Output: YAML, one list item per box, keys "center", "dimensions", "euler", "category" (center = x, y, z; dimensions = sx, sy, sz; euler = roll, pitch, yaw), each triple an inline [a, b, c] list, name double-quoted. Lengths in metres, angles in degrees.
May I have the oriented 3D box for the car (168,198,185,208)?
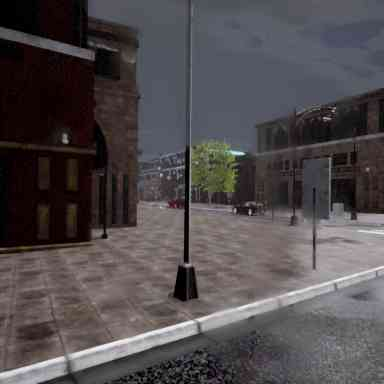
- center: [-2.165, 1.628, 49.311]
  dimensions: [1.887, 1.381, 4.507]
  euler: [1, -1, -27]
  category: "car"

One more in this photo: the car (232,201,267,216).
- center: [5.784, 1.628, 33.768]
  dimensions: [2.008, 1.369, 4.403]
  euler: [1, -1, -27]
  category: "car"

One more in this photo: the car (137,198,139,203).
- center: [-12.196, 1.672, 69.007]
  dimensions: [1.802, 1.307, 4.206]
  euler: [1, -1, -27]
  category: "car"
